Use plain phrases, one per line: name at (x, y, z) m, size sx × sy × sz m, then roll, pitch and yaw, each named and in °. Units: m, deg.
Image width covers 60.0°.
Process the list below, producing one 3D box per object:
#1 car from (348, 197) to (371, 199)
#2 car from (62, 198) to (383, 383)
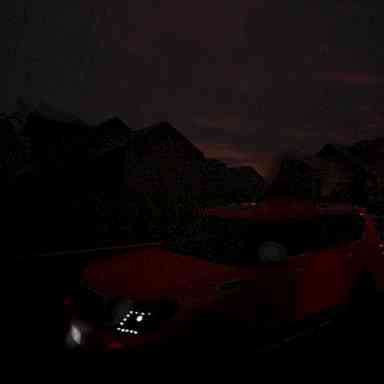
car at (14.848, 1.173, 28.425) m, size 1.845 × 1.501 × 3.633 m, roll 0°, pitch 0°, yaw -39°
car at (0.949, 1.221, 5.313) m, size 5.566 × 2.045 × 2.150 m, roll 0°, pitch 0°, yaw -36°
